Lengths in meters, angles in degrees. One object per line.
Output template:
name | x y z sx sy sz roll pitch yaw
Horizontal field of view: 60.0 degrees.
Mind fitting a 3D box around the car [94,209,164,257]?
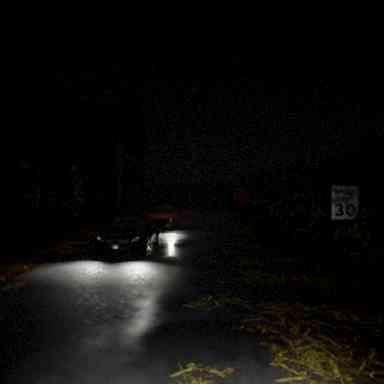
car | -2.516 1.665 13.827 1.812 1.442 4.674 0 -1 3

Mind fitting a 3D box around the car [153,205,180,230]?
car | -1.941 1.691 23.269 1.882 1.535 5.008 0 0 4
